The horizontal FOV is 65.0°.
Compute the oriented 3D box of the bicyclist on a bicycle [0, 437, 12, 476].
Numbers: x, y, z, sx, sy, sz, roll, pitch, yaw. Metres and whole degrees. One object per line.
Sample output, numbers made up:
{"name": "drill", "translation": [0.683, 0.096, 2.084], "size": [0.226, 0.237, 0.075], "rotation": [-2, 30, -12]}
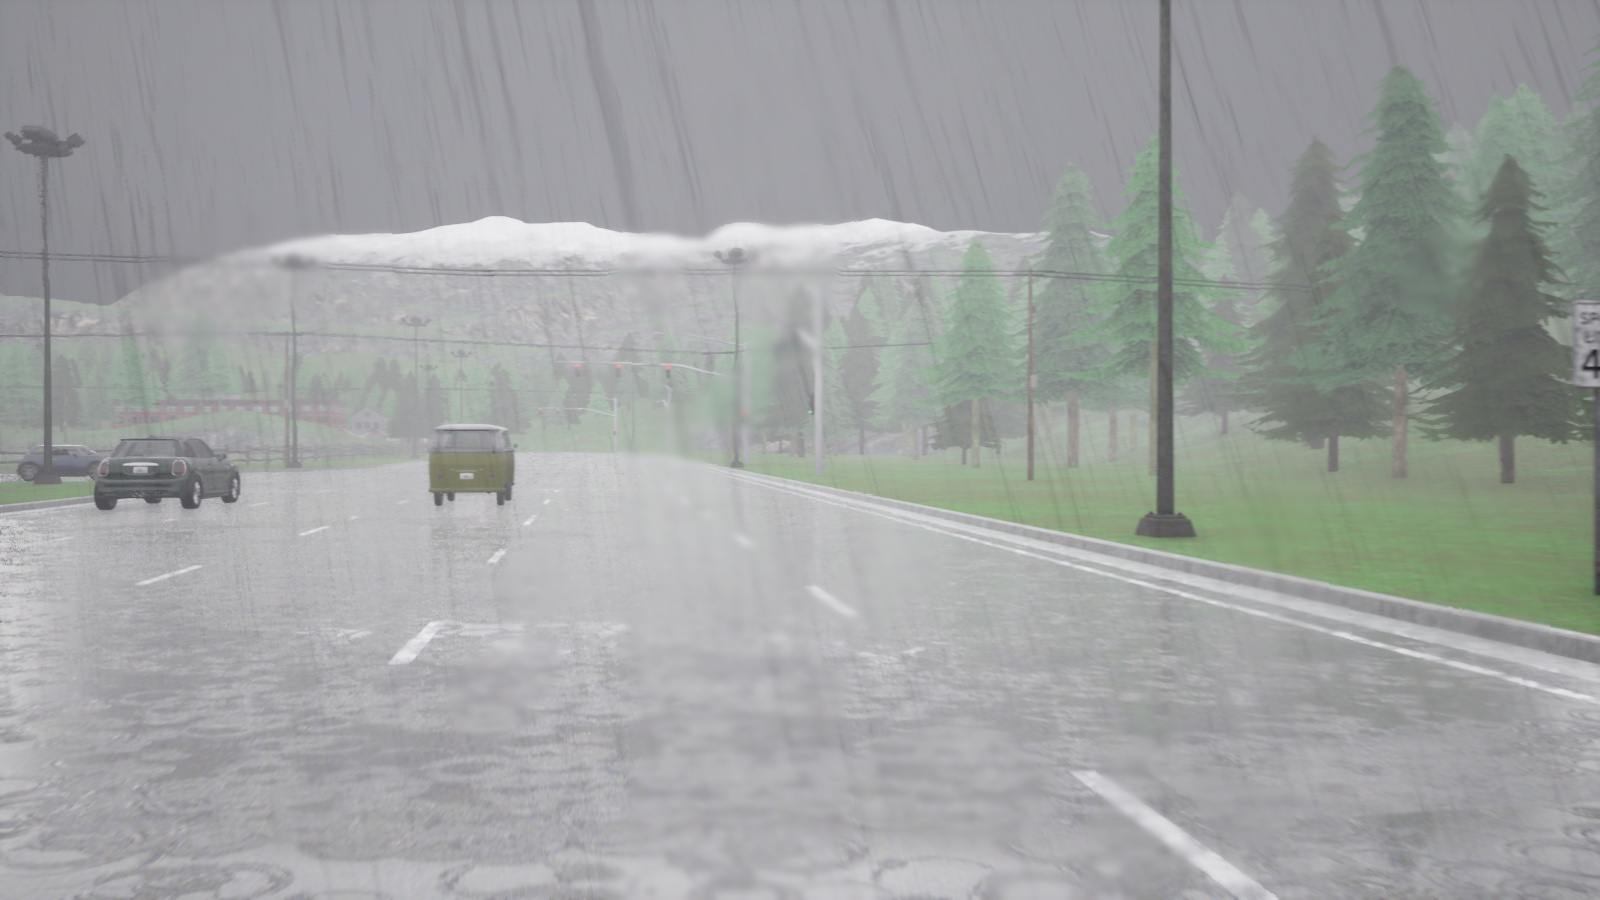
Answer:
{"name": "bicyclist on a bicycle", "translation": [-36.976, 0.305, 57.074], "size": [1.843, 1.776, 0.659], "rotation": [0, 0, -9]}

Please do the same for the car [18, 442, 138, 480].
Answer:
{"name": "car", "translation": [-29.425, 0.430, 51.291], "size": [3.806, 1.475, 1.970], "rotation": [0, 0, -11]}

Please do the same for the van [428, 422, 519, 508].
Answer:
{"name": "van", "translation": [-8.059, 0.325, 31.317], "size": [1.775, 1.987, 4.442], "rotation": [0, 0, -9]}

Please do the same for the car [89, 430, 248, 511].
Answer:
{"name": "car", "translation": [-14.938, 0.440, 29.994], "size": [2.097, 1.767, 4.553], "rotation": [0, 0, -9]}
